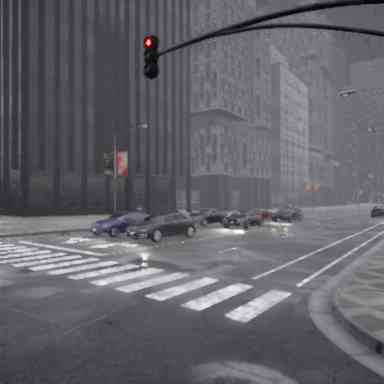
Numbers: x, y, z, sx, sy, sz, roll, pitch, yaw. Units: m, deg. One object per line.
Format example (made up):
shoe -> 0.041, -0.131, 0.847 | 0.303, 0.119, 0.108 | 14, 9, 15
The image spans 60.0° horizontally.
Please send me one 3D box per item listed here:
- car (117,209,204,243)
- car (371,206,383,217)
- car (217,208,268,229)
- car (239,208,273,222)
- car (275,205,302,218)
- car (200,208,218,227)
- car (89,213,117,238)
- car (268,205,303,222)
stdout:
car -> -1.624, 1.901, 18.871 | 1.837, 1.490, 4.892 | 0, -2, 36
car -> 25.907, 2.713, 45.646 | 1.837, 1.490, 4.892 | 0, -2, 36
car -> 4.185, 2.181, 26.955 | 1.994, 1.385, 4.181 | 0, -1, 35
car -> 7.085, 2.448, 36.519 | 1.895, 1.301, 4.718 | 0, -2, 36
car -> 13.115, 2.556, 44.814 | 1.882, 1.535, 5.008 | 0, -2, 36
car -> 1.203, 2.113, 28.357 | 2.128, 1.511, 4.902 | 0, -2, 36
car -> -4.188, 1.943, 20.890 | 1.812, 1.442, 4.674 | 0, -2, 37
car -> 10.167, 2.394, 35.238 | 2.033, 1.411, 5.357 | 0, -2, 36
